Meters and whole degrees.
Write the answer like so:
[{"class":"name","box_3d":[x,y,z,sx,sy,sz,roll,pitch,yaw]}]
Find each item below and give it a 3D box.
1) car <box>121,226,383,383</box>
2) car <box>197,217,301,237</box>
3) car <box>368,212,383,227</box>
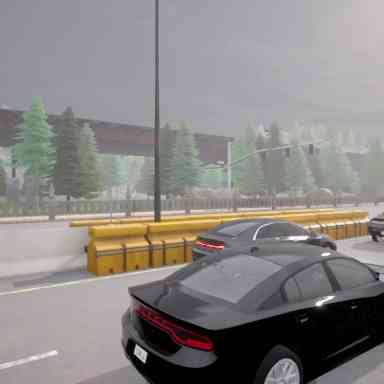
[{"class":"car","box_3d":[1.494,1.478,4.812,5.008,1.535,1.882,0,0,-36]},{"class":"car","box_3d":[2.263,1.505,9.663,4.892,1.490,1.837,0,0,-35]},{"class":"car","box_3d":[9.931,1.491,15.135,4.902,1.511,2.128,0,0,-36]}]
